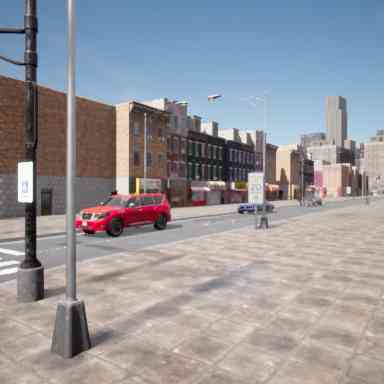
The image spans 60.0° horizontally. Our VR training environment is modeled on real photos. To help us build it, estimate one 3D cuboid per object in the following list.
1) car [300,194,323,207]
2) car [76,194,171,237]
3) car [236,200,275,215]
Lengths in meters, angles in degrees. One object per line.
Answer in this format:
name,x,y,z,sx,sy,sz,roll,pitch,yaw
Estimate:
car,16.252,1.100,45.238,2.097,1.767,4.553,0,0,35
car,-3.415,1.118,17.795,2.150,2.045,5.566,0,0,35
car,5.965,1.404,30.968,1.895,1.301,4.718,0,0,36
